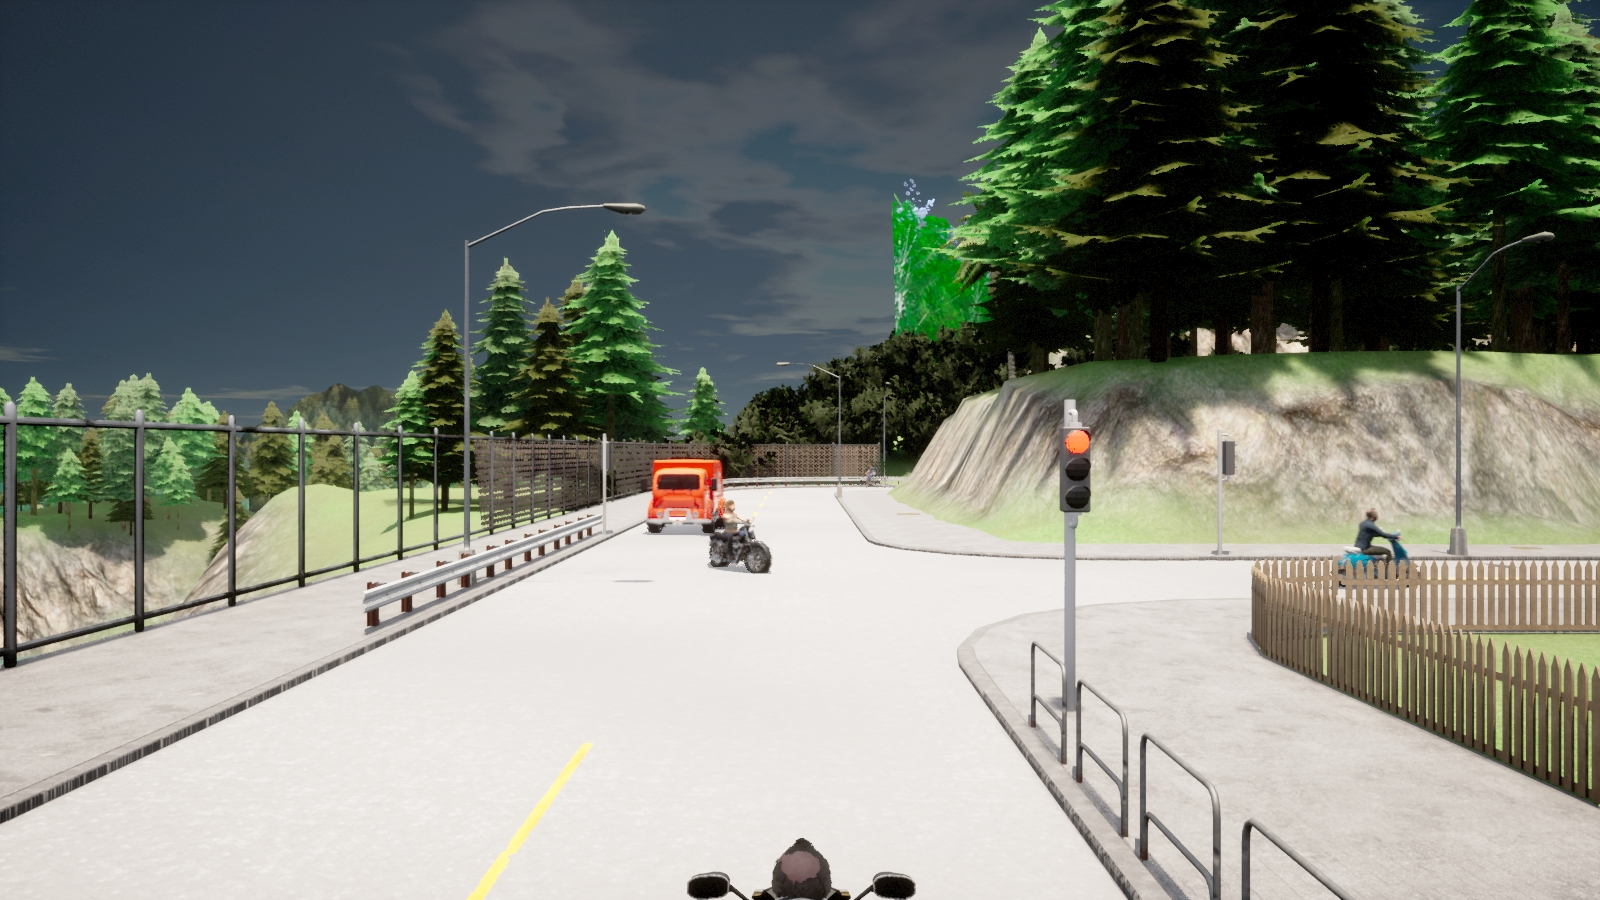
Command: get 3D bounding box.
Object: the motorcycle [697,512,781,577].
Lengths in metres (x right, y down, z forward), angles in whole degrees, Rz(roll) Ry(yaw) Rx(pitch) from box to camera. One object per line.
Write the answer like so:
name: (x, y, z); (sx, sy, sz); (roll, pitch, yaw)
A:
motorcycle: (-1.435, 2.155, 26.431); (0.764, 1.307, 2.356); (1, 0, -36)

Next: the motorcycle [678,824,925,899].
motorcycle: (0.004, 2.205, 3.723); (0.867, 1.251, 2.209); (0, 0, 0)

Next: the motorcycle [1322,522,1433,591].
motorcycle: (11.641, 2.142, 23.082); (1.805, 1.316, 0.856); (0, 0, 1)

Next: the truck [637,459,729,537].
truck: (-3.954, 1.569, 39.566); (2.627, 2.467, 5.204); (0, 0, 0)
